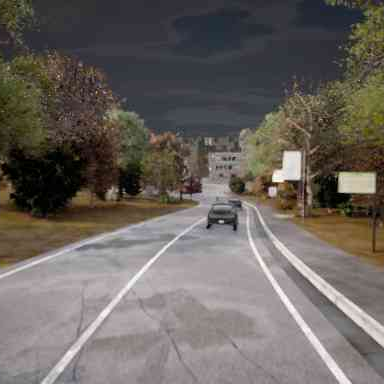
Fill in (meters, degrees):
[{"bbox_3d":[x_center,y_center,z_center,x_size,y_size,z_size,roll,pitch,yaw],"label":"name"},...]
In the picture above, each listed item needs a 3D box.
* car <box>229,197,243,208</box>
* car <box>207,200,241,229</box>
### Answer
[{"bbox_3d":[5.400,1.470,42.455,1.837,1.490,4.892,1,0,8],"label":"car"},{"bbox_3d":[2.062,1.490,21.791,1.837,1.490,4.892,1,0,8],"label":"car"}]
